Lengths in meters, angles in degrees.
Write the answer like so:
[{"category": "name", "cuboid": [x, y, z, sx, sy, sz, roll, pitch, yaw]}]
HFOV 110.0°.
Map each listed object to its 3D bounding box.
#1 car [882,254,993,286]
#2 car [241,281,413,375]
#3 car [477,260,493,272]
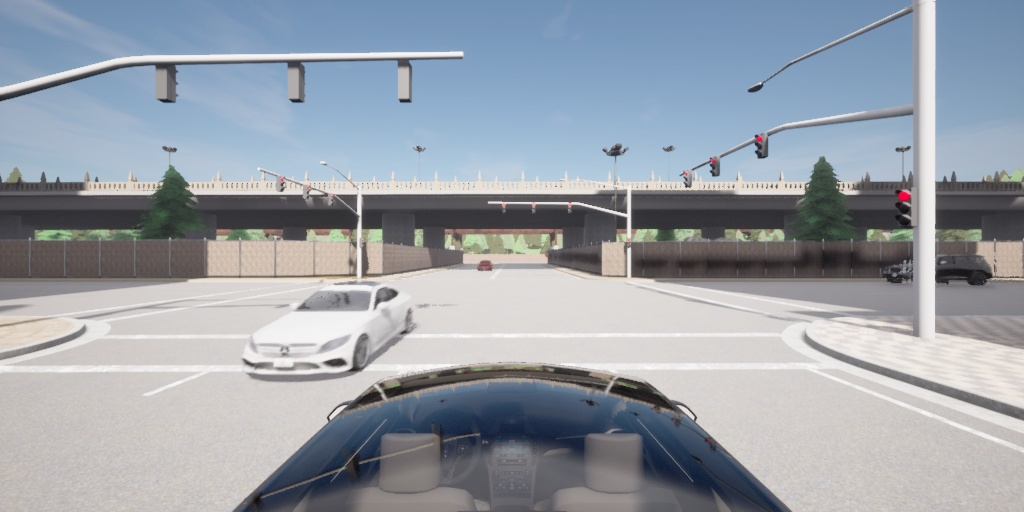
[{"category": "car", "cuboid": [28.221, 0.913, 23.879, 5.566, 2.045, 2.150, 0, 0, 0]}, {"category": "car", "cuboid": [-3.487, 1.322, 7.790, 1.812, 1.442, 4.674, 0, 1, 0]}, {"category": "car", "cuboid": [-3.502, 1.272, 47.364, 1.882, 1.535, 5.008, 0, 1, 0]}]
